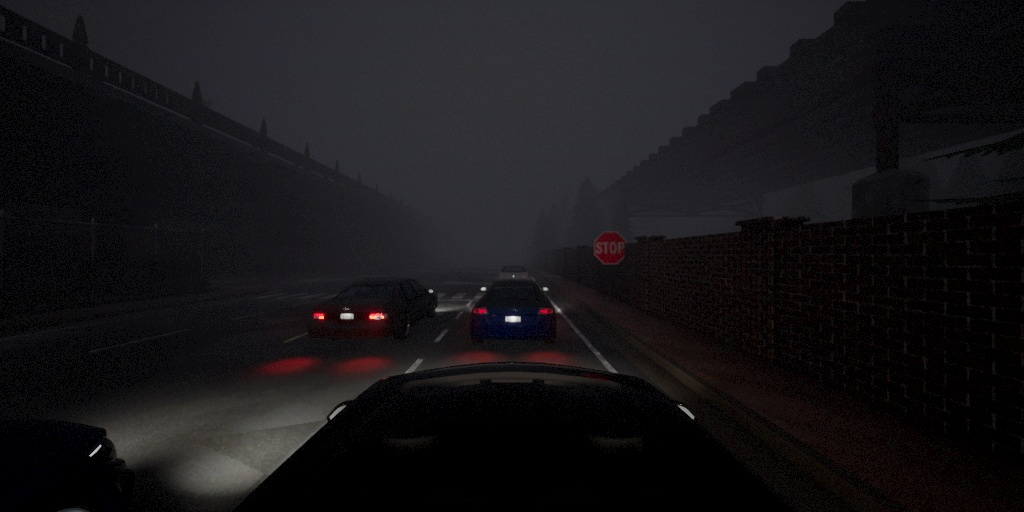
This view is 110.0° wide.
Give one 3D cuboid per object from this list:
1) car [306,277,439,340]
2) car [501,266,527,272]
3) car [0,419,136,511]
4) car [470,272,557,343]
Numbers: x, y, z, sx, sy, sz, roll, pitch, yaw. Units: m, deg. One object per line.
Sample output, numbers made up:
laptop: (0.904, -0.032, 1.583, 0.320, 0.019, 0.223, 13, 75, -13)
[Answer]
car: (-3.420, 1.295, 9.931, 2.033, 1.411, 5.357, 0, 0, 0)
car: (0.128, 1.345, 25.690, 1.895, 1.301, 4.718, 0, 0, 1)
car: (-3.396, 1.276, 0.359, 1.812, 1.442, 4.674, 0, 0, 0)
car: (0.063, 1.312, 9.634, 1.994, 1.385, 4.181, 0, 0, 1)
